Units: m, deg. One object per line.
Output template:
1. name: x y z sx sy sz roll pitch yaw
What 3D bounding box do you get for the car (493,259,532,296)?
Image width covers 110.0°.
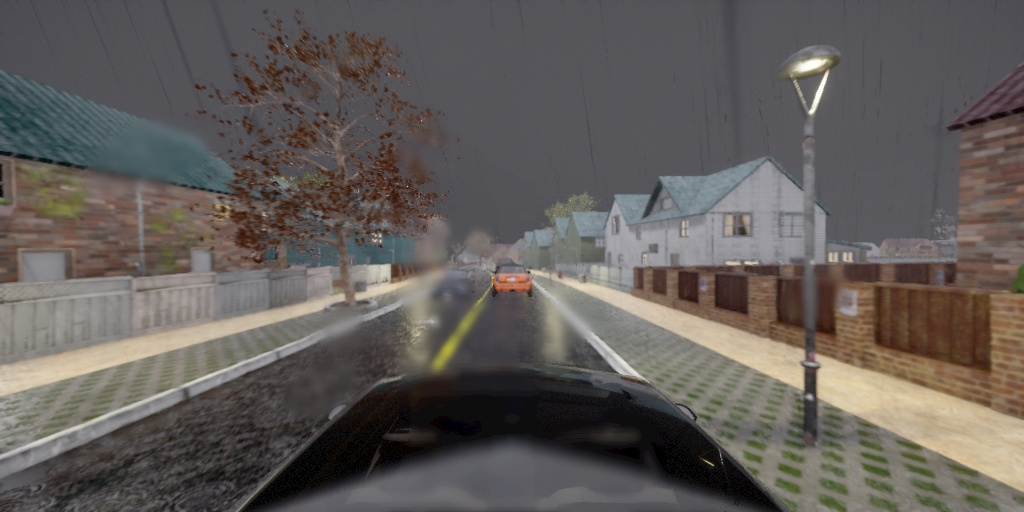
1. car: 0.005 1.229 20.503 2.097 1.767 4.553 0 0 -1

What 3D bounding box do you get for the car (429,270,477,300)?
1. car: -2.860 1.412 18.638 2.033 1.411 5.357 0 0 0
